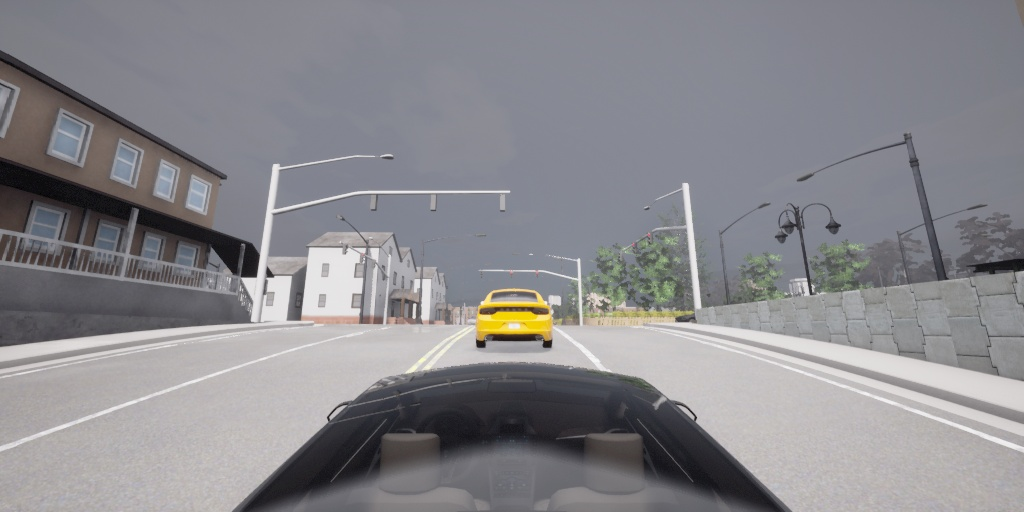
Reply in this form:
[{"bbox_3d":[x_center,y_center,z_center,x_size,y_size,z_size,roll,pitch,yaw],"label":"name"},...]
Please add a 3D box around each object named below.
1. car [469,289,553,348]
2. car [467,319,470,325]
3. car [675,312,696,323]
[{"bbox_3d":[0.059,1.722,10.530,1.882,1.535,5.008,0,-7,0],"label":"car"},{"bbox_3d":[-3.650,7.017,38.312,1.895,1.301,4.718,0,-11,0],"label":"car"},{"bbox_3d":[16.453,5.256,30.397,5.008,1.535,1.882,0,-12,1],"label":"car"}]
